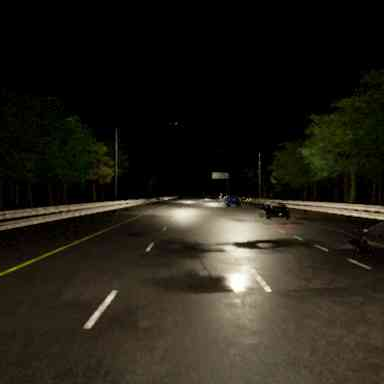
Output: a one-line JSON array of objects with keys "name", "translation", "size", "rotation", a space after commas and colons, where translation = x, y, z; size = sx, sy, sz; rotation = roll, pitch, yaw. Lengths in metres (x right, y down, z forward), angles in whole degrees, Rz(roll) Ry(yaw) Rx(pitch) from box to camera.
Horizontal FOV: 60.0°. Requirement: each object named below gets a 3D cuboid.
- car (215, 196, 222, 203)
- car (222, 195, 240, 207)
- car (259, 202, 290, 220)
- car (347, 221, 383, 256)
[{"name": "car", "translation": [7.414, 2.072, 83.404], "size": [1.812, 1.442, 4.674], "rotation": [0, 0, 1]}, {"name": "car", "translation": [7.215, 1.569, 59.315], "size": [2.150, 2.045, 5.566], "rotation": [0, 0, 0]}, {"name": "car", "translation": [7.057, 1.604, 28.898], "size": [2.128, 1.511, 4.902], "rotation": [0, 0, 0]}, {"name": "car", "translation": [7.010, 1.563, 10.636], "size": [2.033, 1.411, 5.357], "rotation": [0, 0, 0]}]
